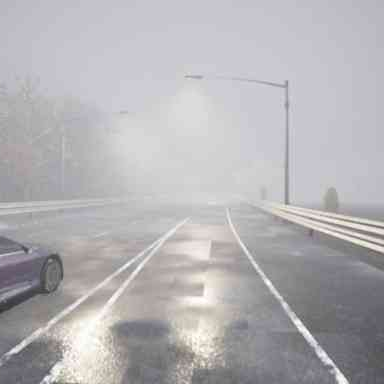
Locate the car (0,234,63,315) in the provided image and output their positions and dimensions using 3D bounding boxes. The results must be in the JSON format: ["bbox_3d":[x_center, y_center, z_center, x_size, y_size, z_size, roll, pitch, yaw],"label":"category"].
[{"bbox_3d":[-4.151,1.436,5.916,2.033,1.649,4.856,0,0,5],"label":"car"}]
